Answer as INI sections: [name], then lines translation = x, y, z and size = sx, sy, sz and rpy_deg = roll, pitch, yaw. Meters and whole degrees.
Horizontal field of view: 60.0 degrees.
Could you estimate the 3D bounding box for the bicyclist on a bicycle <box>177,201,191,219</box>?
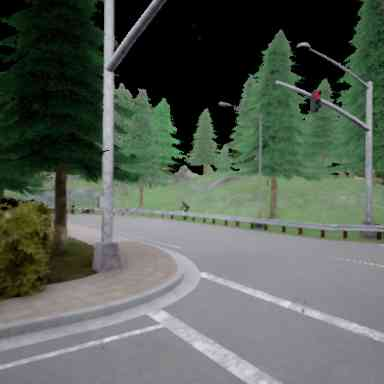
[bicyclist on a bicycle]
translation = -0.655, 1.591, 29.213
size = 1.656, 1.620, 0.582
rpy_deg = 0, 2, -35
